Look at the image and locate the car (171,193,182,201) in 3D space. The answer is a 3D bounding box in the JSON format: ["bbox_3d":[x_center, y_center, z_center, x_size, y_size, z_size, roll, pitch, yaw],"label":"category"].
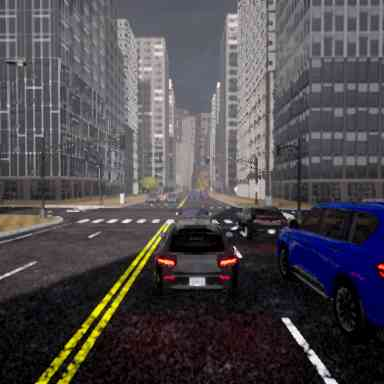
[{"bbox_3d":[-3.288,1.054,71.848,2.033,1.411,5.357,0,0,0],"label":"car"}]

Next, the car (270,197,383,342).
[{"bbox_3d":[3.351,1.179,6.554,2.150,2.045,5.566,0,0,0],"label":"car"}]

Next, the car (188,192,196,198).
[{"bbox_3d":[-0.047,0.755,89.728,2.033,1.411,5.357,0,0,0],"label":"car"}]

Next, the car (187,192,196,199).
[{"bbox_3d":[-0.042,0.974,79.729,1.812,1.442,4.674,0,0,0],"label":"car"}]

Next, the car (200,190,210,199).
[{"bbox_3d":[3.208,0.974,79.730,1.812,1.442,4.674,0,0,0],"label":"car"}]

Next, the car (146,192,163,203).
[{"bbox_3d":[-6.602,0.975,56.664,2.097,1.767,4.553,0,0,0],"label":"car"}]

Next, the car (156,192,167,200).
[{"bbox_3d":[-6.539,0.871,71.722,2.097,1.767,4.553,0,0,0],"label":"car"}]

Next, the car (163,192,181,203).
[{"bbox_3d":[-3.352,0.975,56.659,2.097,1.767,4.553,0,0,0],"label":"car"}]

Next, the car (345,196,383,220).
[{"bbox_3d":[16.186,1.351,28.532,5.009,1.841,2.192,1,1,1],"label":"car"}]

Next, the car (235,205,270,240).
[{"bbox_3d":[3.343,1.399,16.416,1.837,1.490,4.892,0,0,0],"label":"car"}]

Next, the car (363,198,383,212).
[{"bbox_3d":[21.791,1.426,36.822,4.829,1.417,1.752,1,1,1],"label":"car"}]

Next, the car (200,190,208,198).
[{"bbox_3d":[3.203,0.440,89.757,2.150,2.045,5.566,0,0,0],"label":"car"}]

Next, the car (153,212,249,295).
[{"bbox_3d":[0.096,1.471,8.414,1.812,1.442,4.674,0,0,0],"label":"car"}]

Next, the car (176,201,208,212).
[{"bbox_3d":[0.093,1.433,17.687,2.033,1.411,5.357,0,0,0],"label":"car"}]
